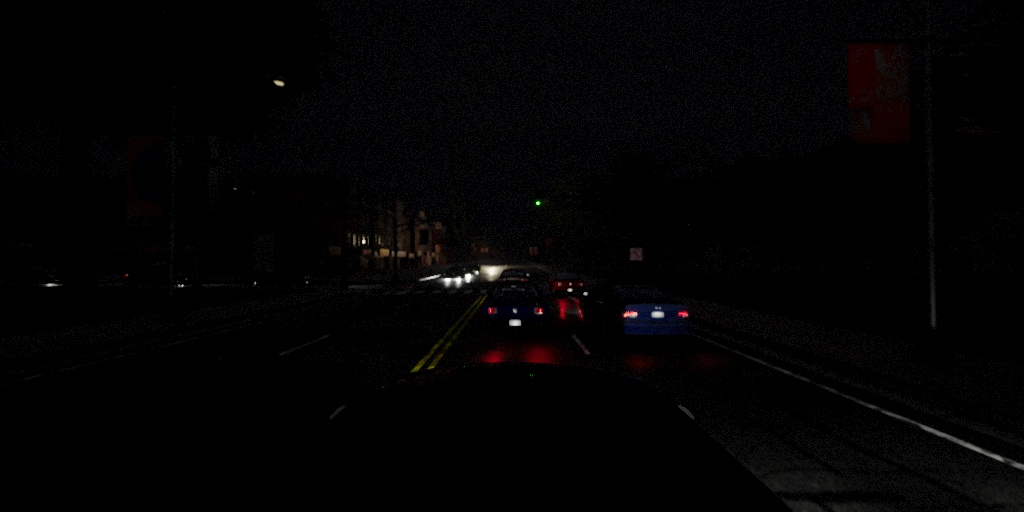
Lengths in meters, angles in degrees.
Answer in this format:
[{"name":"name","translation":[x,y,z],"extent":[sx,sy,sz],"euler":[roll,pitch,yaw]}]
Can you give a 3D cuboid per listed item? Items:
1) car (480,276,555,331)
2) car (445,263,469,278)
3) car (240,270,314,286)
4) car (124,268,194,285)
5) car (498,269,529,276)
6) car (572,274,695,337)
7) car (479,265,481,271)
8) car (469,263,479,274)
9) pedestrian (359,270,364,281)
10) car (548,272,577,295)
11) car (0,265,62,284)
[{"name":"car","translation":[0.096,1.503,11.600],"extent":[1.895,1.301,4.718],"euler":[0,-1,0]},{"name":"car","translation":[-6.589,1.847,42.415],"extent":[1.994,1.385,4.181],"euler":[0,0,0]},{"name":"car","translation":[-18.079,1.718,27.800],"extent":[4.718,1.301,1.895],"euler":[1,-1,0]},{"name":"car","translation":[-27.240,1.595,27.804],"extent":[4.181,1.385,1.994],"euler":[0,-1,0]},{"name":"car","translation":[0.088,1.567,23.053],"extent":[1.882,1.535,5.008],"euler":[0,-1,0]},{"name":"car","translation":[3.342,1.434,10.715],"extent":[2.033,1.411,5.357],"euler":[0,-1,0]},{"name":"car","translation":[-6.543,1.897,62.354],"extent":[1.994,1.385,4.181],"euler":[0,0,0]},{"name":"car","translation":[-6.579,1.812,52.489],"extent":[2.128,1.511,4.902],"euler":[0,0,0]},{"name":"pedestrian","translation":[-14.121,1.783,33.649],"extent":[0.500,1.100,0.500],"euler":[0,-2,0]},{"name":"car","translation":[3.335,1.685,22.705],"extent":[1.895,1.301,4.718],"euler":[0,-1,0]},{"name":"car","translation":[-36.865,1.434,27.825],"extent":[5.008,1.535,1.882],"euler":[0,-1,0]}]
